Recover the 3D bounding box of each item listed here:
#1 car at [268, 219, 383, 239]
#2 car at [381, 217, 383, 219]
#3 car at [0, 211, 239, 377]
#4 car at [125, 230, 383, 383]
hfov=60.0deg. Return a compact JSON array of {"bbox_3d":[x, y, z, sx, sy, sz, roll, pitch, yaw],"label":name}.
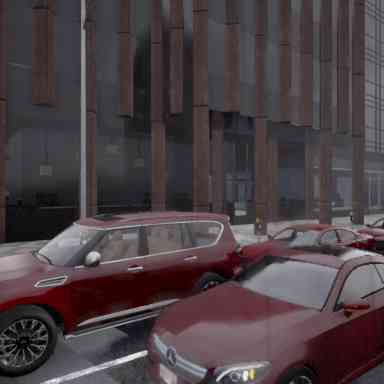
[{"bbox_3d":[3.145,1.545,8.916,4.507,1.381,1.887,0,0,-36],"label":"car"},{"bbox_3d":[7.579,1.547,12.097,4.507,1.381,1.887,0,0,-36],"label":"car"},{"bbox_3d":[-1.289,1.315,5.735,5.009,1.841,2.192,0,0,-36],"label":"car"},{"bbox_3d":[1.663,1.525,4.576,4.674,1.442,1.812,0,0,-36],"label":"car"}]
